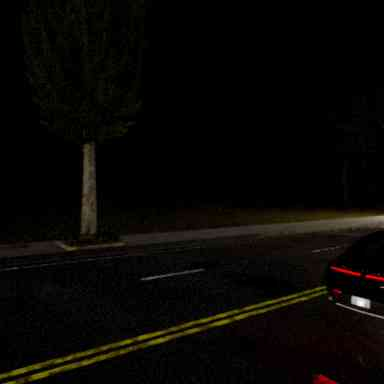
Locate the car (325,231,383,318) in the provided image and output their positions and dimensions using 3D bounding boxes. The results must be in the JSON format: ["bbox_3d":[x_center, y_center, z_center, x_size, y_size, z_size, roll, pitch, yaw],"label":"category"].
[{"bbox_3d":[4.702,1.546,6.793,4.892,1.490,1.837,0,0,-36],"label":"car"}]
